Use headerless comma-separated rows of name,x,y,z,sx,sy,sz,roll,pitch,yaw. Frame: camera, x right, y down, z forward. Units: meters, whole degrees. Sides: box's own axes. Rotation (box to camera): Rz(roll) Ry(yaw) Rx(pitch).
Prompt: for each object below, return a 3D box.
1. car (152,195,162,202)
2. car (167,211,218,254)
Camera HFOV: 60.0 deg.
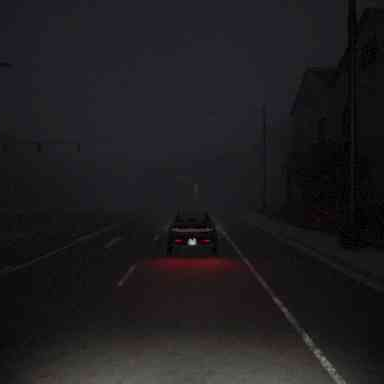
car,-8.018,1.402,76.487,1.837,1.490,4.892,0,0,-1
car,0.014,1.504,13.624,2.128,1.511,4.902,0,0,0
